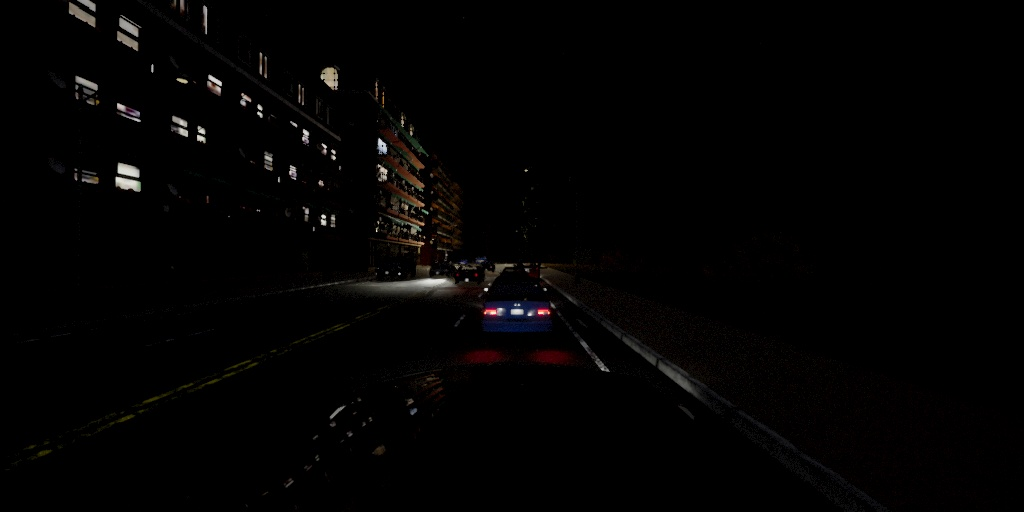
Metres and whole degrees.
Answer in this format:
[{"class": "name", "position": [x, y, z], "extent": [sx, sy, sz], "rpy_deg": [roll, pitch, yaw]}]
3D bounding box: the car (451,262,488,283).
[{"class": "car", "position": [-3.122, 1.354, 27.127], "extent": [1.895, 1.301, 4.718], "rpy_deg": [0, 0, 0]}]

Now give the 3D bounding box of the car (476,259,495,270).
[{"class": "car", "position": [-3.101, 1.354, 45.173], "extent": [1.895, 1.301, 4.718], "rpy_deg": [0, 0, 0]}]

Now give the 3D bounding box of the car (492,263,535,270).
[{"class": "car", "position": [0.116, 1.317, 20.876], "extent": [1.994, 1.385, 4.181], "rpy_deg": [0, 0, 1]}]

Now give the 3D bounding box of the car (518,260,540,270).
[{"class": "car", "position": [1.170, 1.104, 29.811], "extent": [2.097, 1.767, 4.553], "rpy_deg": [0, 0, 0]}]

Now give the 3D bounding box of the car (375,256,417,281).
[{"class": "car", "position": [-9.817, 0.975, 30.919], "extent": [2.150, 2.045, 5.566], "rpy_deg": [0, 0, 0]}]

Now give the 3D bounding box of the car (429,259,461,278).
[{"class": "car", "position": [-6.564, 1.245, 34.047], "extent": [2.128, 1.511, 4.902], "rpy_deg": [0, 0, 0]}]

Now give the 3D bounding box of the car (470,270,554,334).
[{"class": "car", "position": [0.112, 1.299, 10.542], "extent": [2.033, 1.411, 5.357], "rpy_deg": [0, 0, 0]}]
